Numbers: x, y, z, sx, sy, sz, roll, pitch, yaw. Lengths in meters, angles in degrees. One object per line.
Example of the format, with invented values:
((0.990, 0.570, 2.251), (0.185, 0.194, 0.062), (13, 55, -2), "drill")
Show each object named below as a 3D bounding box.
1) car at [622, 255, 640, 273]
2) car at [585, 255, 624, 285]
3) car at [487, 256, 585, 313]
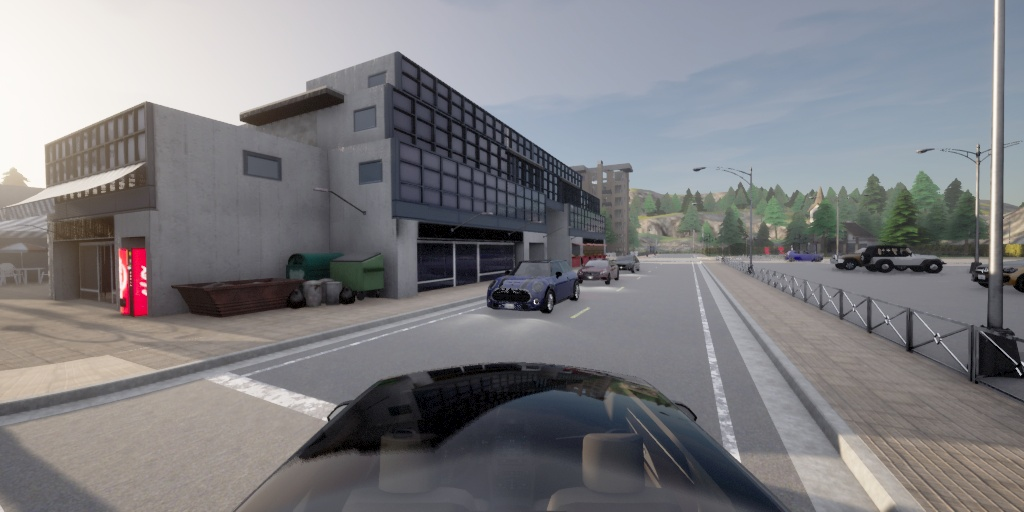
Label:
((9.969, 0.642, 31.299), (1.837, 1.490, 4.892), (0, 1, 27), "car")
((5.401, 0.875, 22.112), (1.812, 1.442, 4.674), (0, 1, 26), "car")
((0.917, 0.910, 13.060), (2.097, 1.767, 4.553), (0, 1, 26), "car")
